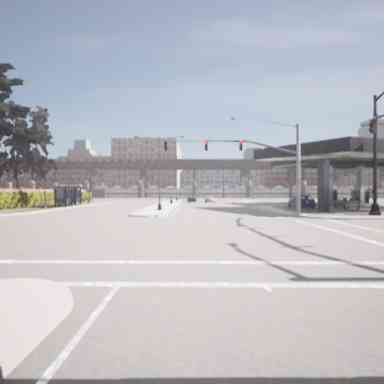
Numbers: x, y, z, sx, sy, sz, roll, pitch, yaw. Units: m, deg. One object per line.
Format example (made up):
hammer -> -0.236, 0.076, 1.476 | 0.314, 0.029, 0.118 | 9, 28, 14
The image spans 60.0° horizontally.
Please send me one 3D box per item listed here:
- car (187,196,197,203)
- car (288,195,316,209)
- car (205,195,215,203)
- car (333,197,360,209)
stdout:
car -> -0.027, 1.393, 64.783 | 2.033, 1.411, 5.357 | 0, 0, 0
car -> 13.193, 1.199, 40.113 | 2.242, 1.667, 4.611 | 0, 0, 0
car -> 3.473, 1.372, 64.785 | 1.812, 1.442, 4.674 | 0, 0, 0
car -> 18.938, 1.358, 40.879 | 1.970, 1.475, 3.806 | 0, 0, 0
